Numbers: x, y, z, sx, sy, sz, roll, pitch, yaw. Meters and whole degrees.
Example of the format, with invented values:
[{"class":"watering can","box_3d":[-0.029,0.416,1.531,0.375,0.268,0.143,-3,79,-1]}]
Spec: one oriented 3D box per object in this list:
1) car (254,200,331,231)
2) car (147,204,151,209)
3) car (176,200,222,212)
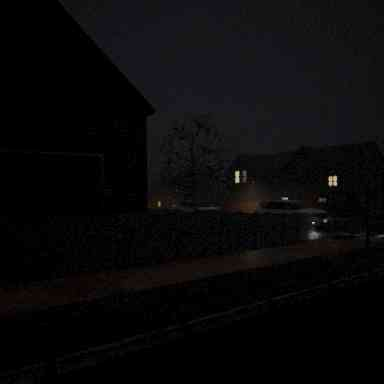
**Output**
[{"class":"car","box_3d":[6.864,1.561,23.409,2.150,2.045,5.566,-1,-1,-36]},{"class":"car","box_3d":[-7.837,2.340,48.811,2.097,1.767,4.553,-1,-1,-35]},{"class":"car","box_3d":[0.606,1.810,32.107,2.150,2.045,5.566,-1,0,-36]}]
